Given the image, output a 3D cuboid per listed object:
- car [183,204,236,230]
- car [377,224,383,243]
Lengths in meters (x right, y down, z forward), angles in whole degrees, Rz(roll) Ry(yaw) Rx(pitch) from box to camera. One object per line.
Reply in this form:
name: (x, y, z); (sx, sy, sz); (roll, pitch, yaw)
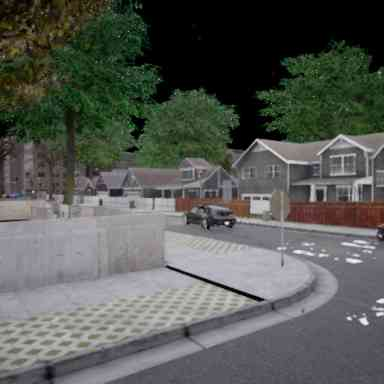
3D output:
car: (0.991, 1.514, 21.434); (1.837, 1.490, 4.892); (0, 1, -25)
car: (10.016, 1.473, 12.988); (5.008, 1.535, 1.882); (0, 1, 8)
